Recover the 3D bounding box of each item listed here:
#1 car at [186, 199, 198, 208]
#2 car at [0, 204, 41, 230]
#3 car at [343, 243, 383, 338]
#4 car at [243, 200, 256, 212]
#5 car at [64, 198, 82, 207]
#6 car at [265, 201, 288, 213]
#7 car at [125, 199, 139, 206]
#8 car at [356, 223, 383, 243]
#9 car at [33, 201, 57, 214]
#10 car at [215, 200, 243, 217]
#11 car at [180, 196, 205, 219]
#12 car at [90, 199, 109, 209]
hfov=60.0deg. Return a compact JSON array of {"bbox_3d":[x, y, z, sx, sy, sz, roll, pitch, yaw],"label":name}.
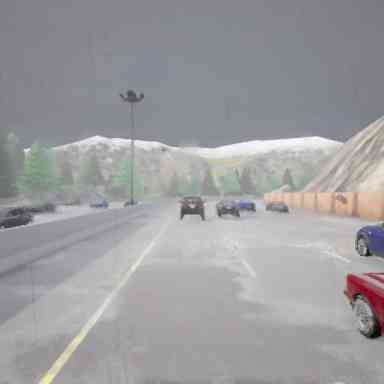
[{"bbox_3d":[-0.028,1.856,54.979,1.812,1.442,4.674,0,0,0],"label":"car"},{"bbox_3d":[-10.632,1.623,18.607,1.837,1.490,4.892,0,0,0],"label":"car"},{"bbox_3d":[3.598,1.622,3.726,1.895,1.301,4.718,0,0,0],"label":"car"},{"bbox_3d":[7.004,1.735,43.427,1.882,1.535,5.008,0,0,0],"label":"car"},{"bbox_3d":[-21.146,1.844,59.333,1.837,1.490,4.892,0,0,0],"label":"car"},{"bbox_3d":[10.507,1.807,41.435,1.994,1.385,4.181,0,0,0],"label":"car"},{"bbox_3d":[-10.647,1.975,59.331,1.895,1.301,4.718,0,0,0],"label":"car"},{"bbox_3d":[7.076,1.412,10.419,2.097,1.767,4.553,0,0,0],"label":"car"},{"bbox_3d":[-17.648,1.792,39.029,2.033,1.411,5.357,0,0,0],"label":"car"},{"bbox_3d":[3.525,1.555,33.865,2.097,1.767,4.553,0,0,0],"label":"car"},{"bbox_3d":[0.032,1.408,31.144,2.150,2.045,5.566,0,0,0],"label":"car"},{"bbox_3d":[-14.151,1.792,50.919,1.882,1.535,5.008,0,0,0],"label":"car"}]
